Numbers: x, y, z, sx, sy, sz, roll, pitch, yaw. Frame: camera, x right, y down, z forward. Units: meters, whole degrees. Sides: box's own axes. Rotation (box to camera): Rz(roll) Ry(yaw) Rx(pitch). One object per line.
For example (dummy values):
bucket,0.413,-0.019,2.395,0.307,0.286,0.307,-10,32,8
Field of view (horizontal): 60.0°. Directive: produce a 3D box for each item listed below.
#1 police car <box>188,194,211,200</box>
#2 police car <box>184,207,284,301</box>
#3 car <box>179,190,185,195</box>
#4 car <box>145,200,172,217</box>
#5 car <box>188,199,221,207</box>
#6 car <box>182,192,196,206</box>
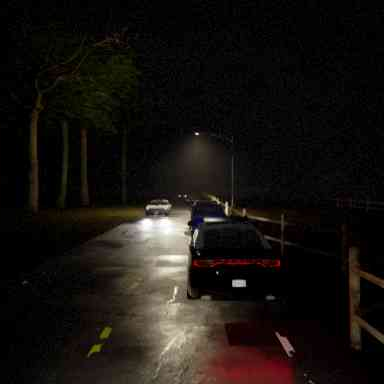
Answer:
police car,0.860,1.247,24.473,1.930,1.638,5.238,0,1,0
police car,0.838,1.401,8.470,1.930,1.638,5.238,0,0,0
car,-2.620,0.147,94.472,1.882,1.535,5.008,0,1,0
car,-2.811,1.369,28.441,1.895,1.301,4.718,0,1,0
car,0.851,1.374,18.361,1.882,1.535,5.008,0,1,0
car,0.084,1.084,45.000,2.033,1.411,5.357,0,1,1
